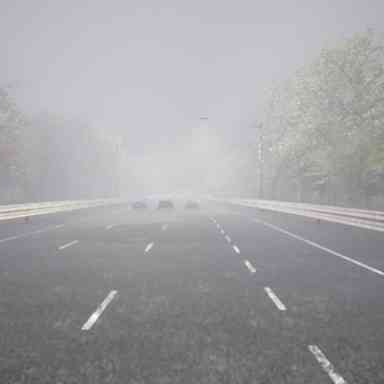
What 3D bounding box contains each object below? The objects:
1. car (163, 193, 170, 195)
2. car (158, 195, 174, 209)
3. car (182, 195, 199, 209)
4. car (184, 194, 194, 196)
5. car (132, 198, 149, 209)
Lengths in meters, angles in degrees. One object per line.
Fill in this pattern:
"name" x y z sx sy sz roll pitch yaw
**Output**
"car" -7.016 1.295 91.383 2.150 2.045 5.566 0 0 0
"car" -3.510 1.491 45.545 1.882 1.535 5.008 0 0 0
"car" -0.011 1.560 45.428 2.033 1.411 5.357 0 0 0
"car" -0.013 1.592 61.100 1.994 1.385 4.181 0 0 0
"car" -7.011 1.539 45.576 1.812 1.442 4.674 0 0 0
